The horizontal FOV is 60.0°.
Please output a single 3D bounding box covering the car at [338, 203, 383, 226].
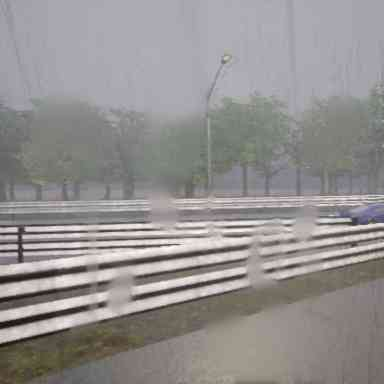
[{"bbox_3d":[9.713,1.274,16.798,4.674,1.442,1.812,-1,1,-7],"label":"car"}]
